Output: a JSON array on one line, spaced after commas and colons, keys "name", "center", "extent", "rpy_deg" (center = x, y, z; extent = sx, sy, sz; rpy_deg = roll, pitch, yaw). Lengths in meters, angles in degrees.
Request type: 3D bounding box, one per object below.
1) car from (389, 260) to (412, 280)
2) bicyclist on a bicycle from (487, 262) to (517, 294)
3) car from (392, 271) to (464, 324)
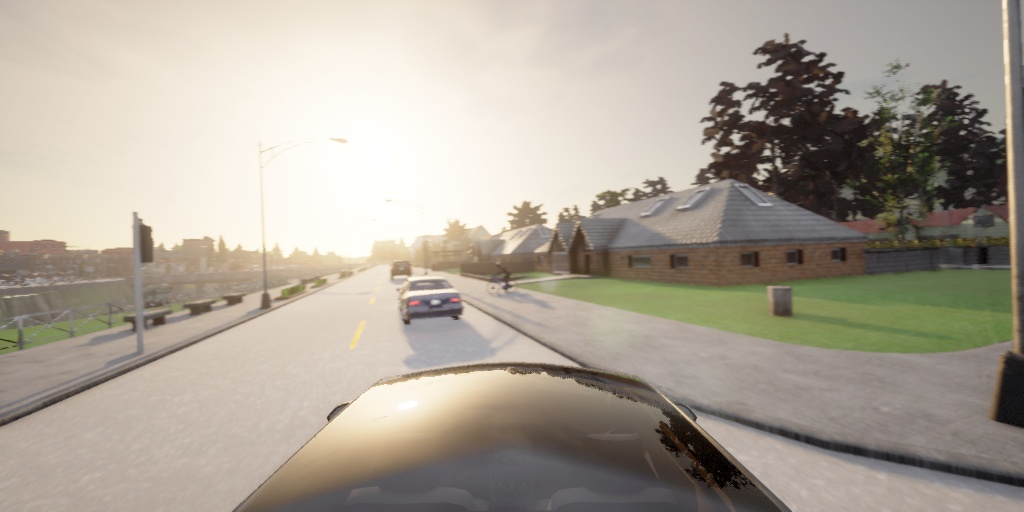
[{"name": "car", "center": [-12.025, 1.448, 38.848], "extent": [2.150, 2.045, 5.566], "rpy_deg": [-2, 0, -18]}, {"name": "bicyclist on a bicycle", "center": [-0.517, 1.121, 18.198], "extent": [1.656, 1.620, 0.582], "rpy_deg": [-3, 0, -19]}, {"name": "car", "center": [-3.036, 1.418, 12.752], "extent": [2.033, 1.411, 5.357], "rpy_deg": [-2, 0, -19]}]
